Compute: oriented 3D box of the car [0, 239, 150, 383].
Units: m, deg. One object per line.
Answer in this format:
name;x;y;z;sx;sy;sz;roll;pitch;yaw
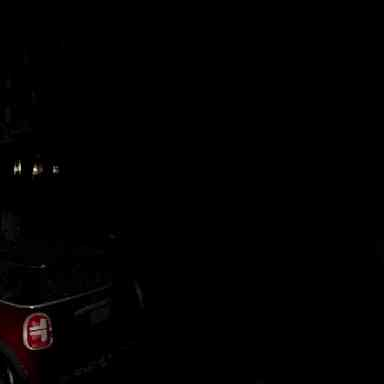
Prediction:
car;-2.638;1.437;4.955;4.097;1.590;1.967;0;0;36
